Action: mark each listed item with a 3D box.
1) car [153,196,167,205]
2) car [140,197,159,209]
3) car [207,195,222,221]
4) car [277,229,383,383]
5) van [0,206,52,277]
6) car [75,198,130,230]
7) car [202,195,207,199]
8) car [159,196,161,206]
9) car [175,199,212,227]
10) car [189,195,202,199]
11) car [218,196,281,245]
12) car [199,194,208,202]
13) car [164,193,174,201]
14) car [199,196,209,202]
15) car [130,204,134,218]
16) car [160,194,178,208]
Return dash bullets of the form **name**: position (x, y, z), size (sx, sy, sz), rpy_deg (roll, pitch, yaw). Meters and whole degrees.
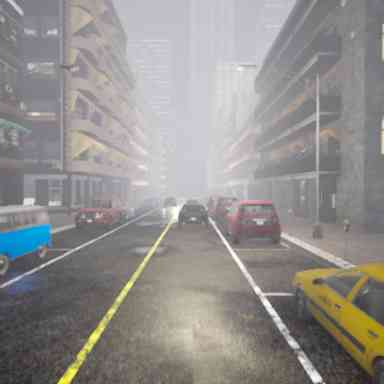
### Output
- **car**: position (-5.744, 1.487, 60.260), size (2.008, 1.369, 4.403), rpy_deg (-1, 0, 0)
- **car**: position (-5.732, 1.535, 43.453), size (1.802, 1.307, 4.206), rpy_deg (-1, 0, 0)
- **car**: position (2.657, 1.286, 26.625), size (2.192, 1.841, 5.009), rpy_deg (-1, 0, 0)
- **car**: position (2.676, 1.521, 4.387), size (1.752, 1.417, 4.829), rpy_deg (-1, 0, 0)
- **van**: position (-5.677, 1.330, 9.841), size (1.690, 1.788, 3.998), rpy_deg (-1, 0, 0)
- **car**: position (-5.709, 1.291, 21.045), size (2.192, 1.841, 5.009), rpy_deg (-1, 0, 0)
- **car**: position (2.649, 1.275, 37.829), size (2.192, 1.841, 5.009), rpy_deg (-1, 0, 0)
- **car**: position (-5.736, 1.529, 49.055), size (1.802, 1.307, 4.206), rpy_deg (-1, 0, 0)
- **car**: position (0.083, 1.453, 22.375), size (1.882, 1.535, 5.008), rpy_deg (0, 0, 0)
- **car**: position (0.068, 1.516, 44.556), size (1.994, 1.385, 4.181), rpy_deg (0, 0, 0)
- **car**: position (2.665, 1.298, 15.420), size (2.192, 1.841, 5.009), rpy_deg (-1, 0, 0)
- **car**: position (2.622, 1.360, 77.043), size (1.967, 1.590, 4.097), rpy_deg (-1, 0, 0)
- **car**: position (-5.763, 1.229, 82.668), size (2.192, 1.841, 5.009), rpy_deg (-1, 0, 0)
- **car**: position (2.628, 1.492, 71.441), size (1.947, 1.339, 4.313), rpy_deg (-1, 0, 0)
- **car**: position (-5.727, 1.521, 26.648), size (2.008, 1.369, 4.403), rpy_deg (-1, 0, 0)
- **car**: position (-3.049, 1.456, 47.589), size (1.837, 1.490, 4.892), rpy_deg (0, 0, 0)
